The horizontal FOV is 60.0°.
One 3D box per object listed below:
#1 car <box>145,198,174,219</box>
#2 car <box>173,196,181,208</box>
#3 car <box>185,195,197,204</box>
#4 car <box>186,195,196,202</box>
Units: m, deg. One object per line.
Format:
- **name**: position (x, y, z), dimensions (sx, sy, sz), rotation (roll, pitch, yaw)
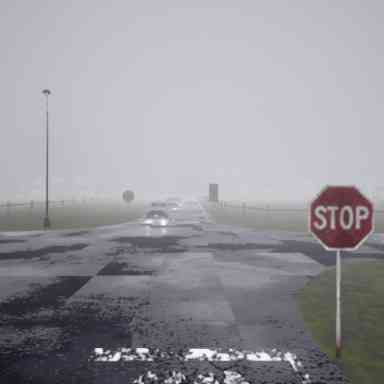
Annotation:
- **car**: position (-2.926, 1.540, 29.504), dimensions (2.033, 1.411, 5.357), rotation (0, 0, -1)
- **car**: position (-3.003, 1.529, 48.276), dimensions (2.033, 1.411, 5.357), rotation (0, 0, 0)
- **car**: position (-0.147, 1.498, 61.526), dimensions (1.812, 1.442, 4.674), rotation (0, 0, 1)
- **car**: position (-0.231, 1.350, 71.324), dimensions (1.994, 1.385, 4.181), rotation (0, 0, 0)
